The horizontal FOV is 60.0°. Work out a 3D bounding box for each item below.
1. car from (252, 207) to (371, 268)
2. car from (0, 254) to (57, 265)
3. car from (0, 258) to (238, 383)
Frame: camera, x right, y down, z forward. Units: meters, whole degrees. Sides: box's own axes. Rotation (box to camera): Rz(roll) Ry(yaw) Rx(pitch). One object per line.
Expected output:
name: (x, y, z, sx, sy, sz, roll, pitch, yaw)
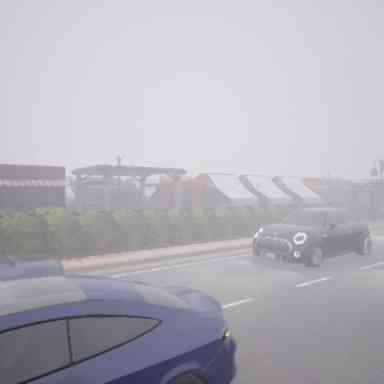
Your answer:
car: (4.190, 1.352, 11.470, 4.553, 1.767, 2.097, 0, 0, -37)
car: (-4.639, 1.548, 4.916, 5.357, 1.411, 2.033, 0, 0, -37)
car: (-1.639, 1.526, 2.652, 4.674, 1.442, 1.812, 0, 0, -38)
